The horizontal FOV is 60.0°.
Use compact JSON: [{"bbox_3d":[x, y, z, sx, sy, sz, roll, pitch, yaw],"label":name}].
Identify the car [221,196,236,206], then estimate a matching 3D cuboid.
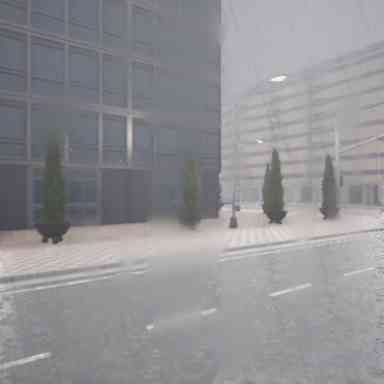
[{"bbox_3d":[4.873,1.456,52.886,1.837,1.490,4.892,0,0,-35],"label":"car"}]
